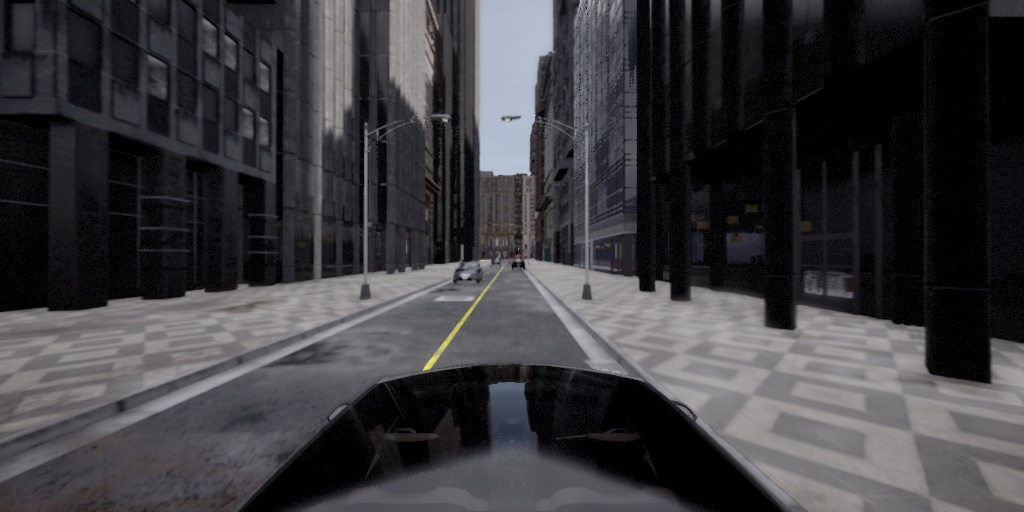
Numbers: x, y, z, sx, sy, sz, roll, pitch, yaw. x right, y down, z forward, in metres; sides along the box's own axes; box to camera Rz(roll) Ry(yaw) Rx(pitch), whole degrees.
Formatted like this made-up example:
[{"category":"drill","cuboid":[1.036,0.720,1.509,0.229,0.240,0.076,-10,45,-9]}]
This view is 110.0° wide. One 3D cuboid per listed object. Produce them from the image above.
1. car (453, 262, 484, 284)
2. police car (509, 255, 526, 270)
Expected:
[{"category":"car","cuboid":[-3.086,1.173,26.034,2.128,1.511,4.902,0,0,0]},{"category":"police car","cuboid":[0.918,1.059,50.229,1.930,1.638,5.238,0,0,0]}]
